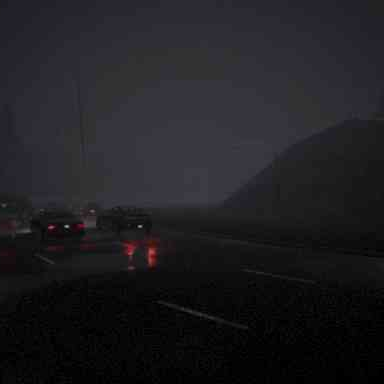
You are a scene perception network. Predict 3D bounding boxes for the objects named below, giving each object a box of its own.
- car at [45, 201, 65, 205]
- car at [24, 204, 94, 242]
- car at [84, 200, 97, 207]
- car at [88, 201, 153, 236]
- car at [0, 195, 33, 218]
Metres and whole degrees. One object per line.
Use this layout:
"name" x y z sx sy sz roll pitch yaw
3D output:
"car" -12.726 1.561 30.989 2.033 1.411 5.357 0 0 -12
"car" -6.819 1.560 16.601 2.033 1.411 5.357 0 0 -33
"car" -9.302 1.531 31.716 1.812 1.442 4.674 0 0 -12
"car" -3.883 1.492 18.507 2.128 1.511 4.902 0 0 -33
"car" -16.156 1.255 30.292 2.150 2.045 5.566 0 0 -12
